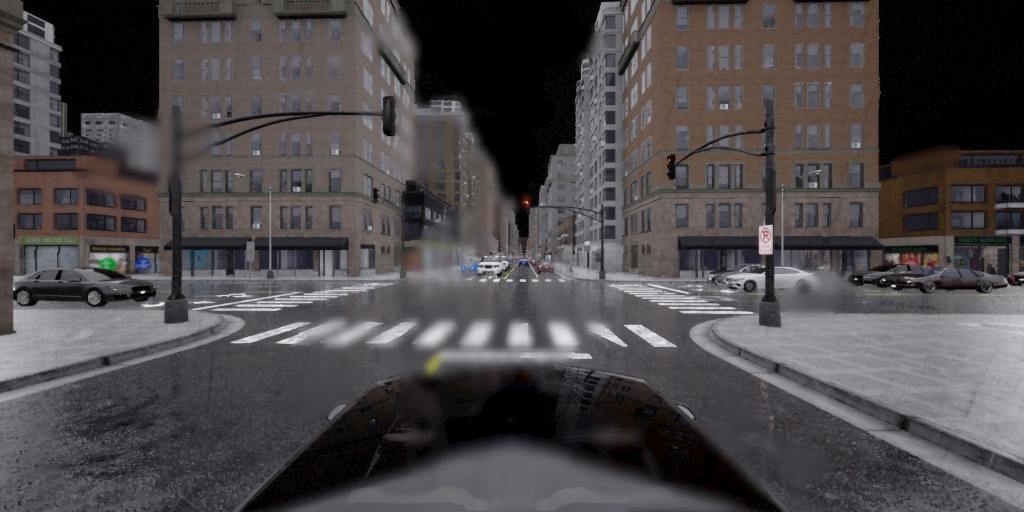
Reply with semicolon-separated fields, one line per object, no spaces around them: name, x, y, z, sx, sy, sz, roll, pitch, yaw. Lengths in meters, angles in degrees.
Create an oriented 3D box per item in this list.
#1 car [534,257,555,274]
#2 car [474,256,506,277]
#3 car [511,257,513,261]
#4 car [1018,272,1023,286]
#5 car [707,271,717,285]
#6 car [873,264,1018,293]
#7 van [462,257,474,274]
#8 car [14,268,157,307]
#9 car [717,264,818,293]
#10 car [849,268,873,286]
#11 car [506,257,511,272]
car;3.850;1.210;40.936;1.967;1.591;4.097;0;0;2
car;-2.098;0.989;36.117;2.150;2.045;5.566;0;0;2
car;-1.325;1.140;57.643;2.097;1.767;4.553;0;0;2
car;35.140;1.360;23.257;4.181;1.385;1.994;0;0;2
car;15.667;1.257;23.836;4.902;1.511;2.128;0;0;2
car;24.374;1.325;20.329;5.357;1.411;2.033;0;0;2
van;-4.671;1.111;41.228;1.690;1.789;3.998;0;0;2
car;-17.631;1.239;14.858;4.892;1.490;1.837;0;0;2
car;14.787;1.291;20.610;4.674;1.442;1.812;0;0;3
car;25.083;1.283;23.559;4.892;1.490;1.837;0;0;2
car;-1.699;0.999;47.360;2.150;2.045;5.566;0;0;2
